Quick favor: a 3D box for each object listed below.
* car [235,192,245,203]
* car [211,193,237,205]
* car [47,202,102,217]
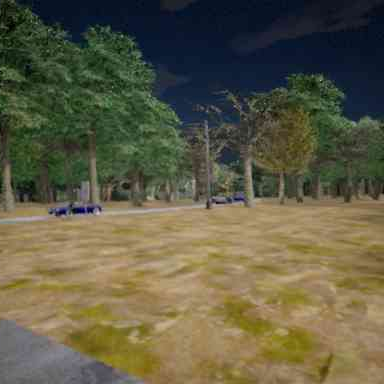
[{"bbox_3d":[9.510,1.037,65.121,2.150,2.045,5.566,-2,-1,21],"label":"car"},{"bbox_3d":[5.428,1.408,55.980,1.994,1.385,4.181,-2,-1,26],"label":"car"},{"bbox_3d":[-10.446,1.542,29.981,1.895,1.301,4.718,-3,-1,34],"label":"car"}]
